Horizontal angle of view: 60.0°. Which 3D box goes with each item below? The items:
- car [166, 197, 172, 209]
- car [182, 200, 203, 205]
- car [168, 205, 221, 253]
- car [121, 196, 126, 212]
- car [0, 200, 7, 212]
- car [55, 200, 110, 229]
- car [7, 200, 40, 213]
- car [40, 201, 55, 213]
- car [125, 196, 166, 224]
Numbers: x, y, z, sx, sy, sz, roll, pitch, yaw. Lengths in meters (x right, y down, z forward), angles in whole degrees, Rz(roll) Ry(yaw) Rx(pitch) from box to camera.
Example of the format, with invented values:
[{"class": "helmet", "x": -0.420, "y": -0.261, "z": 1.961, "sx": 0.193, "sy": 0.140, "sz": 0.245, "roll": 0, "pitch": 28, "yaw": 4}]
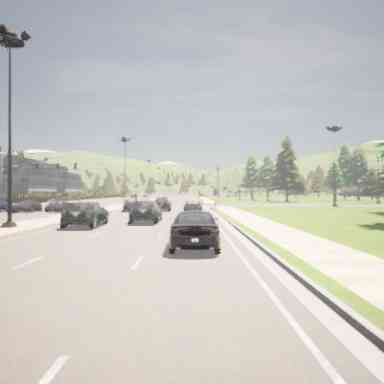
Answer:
[{"class": "car", "x": -3.613, "y": 1.433, "z": 41.227, "sx": 2.097, "sy": 1.767, "sz": 4.553, "roll": 0, "pitch": 0, "yaw": -1}, {"class": "car", "x": 0.059, "y": 1.551, "z": 32.285, "sx": 2.128, "sy": 1.511, "sz": 4.902, "roll": 0, "pitch": -1, "yaw": 0}, {"class": "car", "x": 0.102, "y": 1.505, "z": 13.812, "sx": 1.882, "sy": 1.535, "sz": 5.008, "roll": 0, "pitch": 0, "yaw": 0}, {"class": "car", "x": -7.091, "y": 1.570, "z": 40.134, "sx": 2.128, "sy": 1.511, "sz": 4.902, "roll": 0, "pitch": 0, "yaw": -1}, {"class": "car", "x": -22.145, "y": 1.596, "z": 37.276, "sx": 1.812, "sy": 1.442, "sz": 4.674, "roll": 0, "pitch": 0, "yaw": 0}, {"class": "car", "x": -6.955, "y": 1.394, "z": 22.054, "sx": 2.097, "sy": 1.767, "sz": 4.553, "roll": 0, "pitch": 0, "yaw": 1}, {"class": "car", "x": -18.648, "y": 1.637, "z": 37.804, "sx": 1.994, "sy": 1.385, "sz": 4.181, "roll": 0, "pitch": 0, "yaw": 0}, {"class": "car", "x": -15.149, "y": 1.637, "z": 37.898, "sx": 1.994, "sy": 1.385, "sz": 4.181, "roll": 0, "pitch": 0, "yaw": 0}, {"class": "car", "x": -3.436, "y": 1.401, "z": 25.382, "sx": 2.097, "sy": 1.767, "sz": 4.553, "roll": 0, "pitch": 0, "yaw": 0}]
